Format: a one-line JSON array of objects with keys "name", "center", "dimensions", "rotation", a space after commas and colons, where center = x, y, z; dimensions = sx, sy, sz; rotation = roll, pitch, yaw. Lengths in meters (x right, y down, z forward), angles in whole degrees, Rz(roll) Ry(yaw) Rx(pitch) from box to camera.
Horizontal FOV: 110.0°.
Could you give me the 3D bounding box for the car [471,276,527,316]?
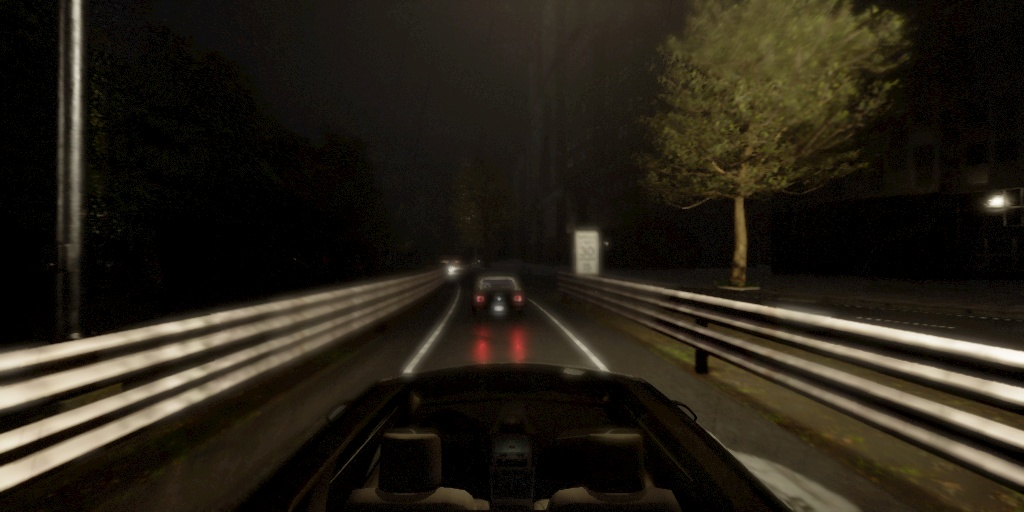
[{"name": "car", "center": [-0.604, 1.435, 13.870], "dimensions": [1.895, 1.301, 4.718], "rotation": [0, 0, -5]}]
